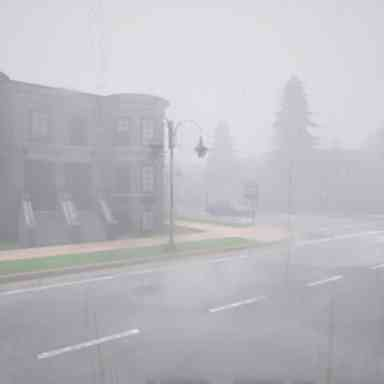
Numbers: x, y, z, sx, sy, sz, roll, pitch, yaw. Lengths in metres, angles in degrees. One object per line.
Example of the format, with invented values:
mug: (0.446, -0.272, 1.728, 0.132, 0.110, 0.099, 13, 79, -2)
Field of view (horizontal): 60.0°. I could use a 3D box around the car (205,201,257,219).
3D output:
car: (3.287, 1.509, 29.372, 2.033, 1.411, 5.357, 0, 0, -33)
